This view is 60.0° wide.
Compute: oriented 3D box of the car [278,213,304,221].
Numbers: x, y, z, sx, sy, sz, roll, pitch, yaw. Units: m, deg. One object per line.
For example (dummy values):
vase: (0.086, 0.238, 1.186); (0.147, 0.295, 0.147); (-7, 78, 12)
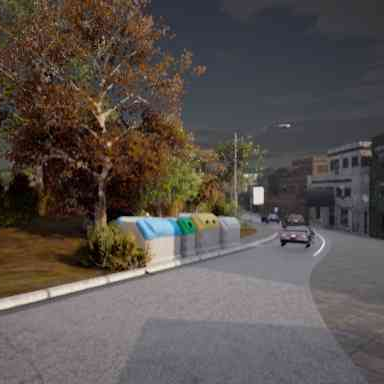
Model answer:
car: (12.604, 3.703, 41.704); (2.150, 2.045, 5.566); (0, -3, 8)

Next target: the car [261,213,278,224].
car: (13.086, 4.343, 55.883); (2.097, 1.767, 4.553); (0, -1, -3)

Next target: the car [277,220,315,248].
car: (7.209, 2.886, 22.578); (2.033, 1.411, 5.357); (0, -3, 24)
